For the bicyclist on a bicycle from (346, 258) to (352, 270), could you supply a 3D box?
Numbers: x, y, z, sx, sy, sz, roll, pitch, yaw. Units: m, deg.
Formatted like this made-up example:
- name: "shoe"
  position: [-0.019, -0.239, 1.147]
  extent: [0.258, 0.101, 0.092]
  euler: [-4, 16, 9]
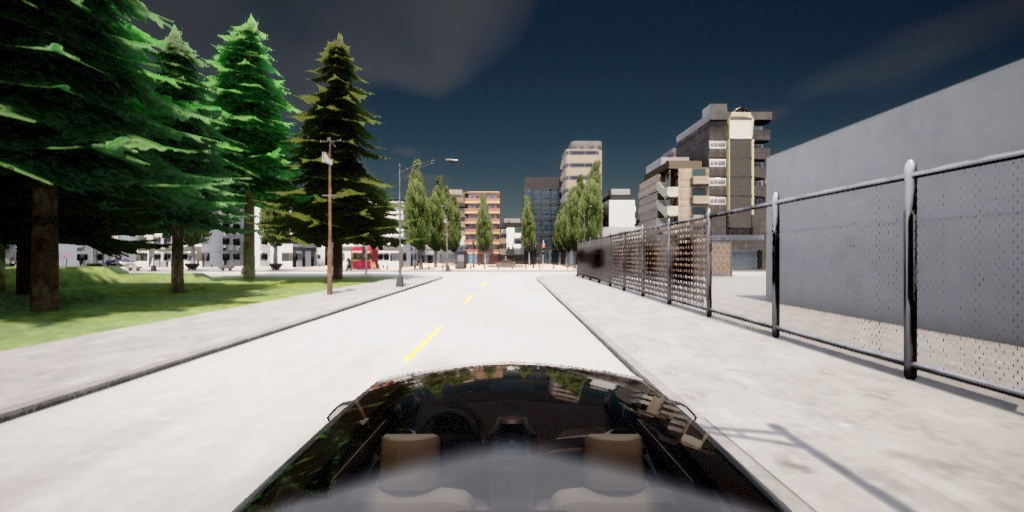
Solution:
- name: "bicyclist on a bicycle"
  position: [-21.554, 1.074, 47.370]
  extent: [0.582, 1.620, 1.656]
  euler: [0, 0, 0]
